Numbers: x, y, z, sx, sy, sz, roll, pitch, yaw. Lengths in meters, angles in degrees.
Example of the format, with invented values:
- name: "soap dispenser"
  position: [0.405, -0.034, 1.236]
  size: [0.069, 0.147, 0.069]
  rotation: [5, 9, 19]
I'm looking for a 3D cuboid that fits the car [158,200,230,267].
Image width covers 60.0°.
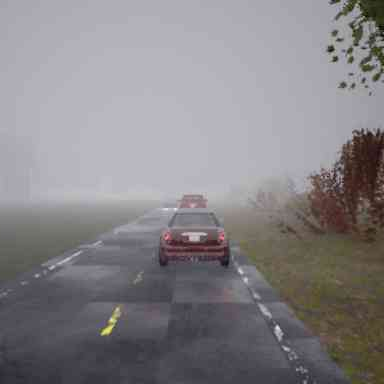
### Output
- name: "car"
  position: [0.078, 1.331, 11.521]
  size: [2.097, 1.767, 4.553]
  rotation: [0, 0, 0]

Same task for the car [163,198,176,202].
- name: "car"
  position: [-2.834, 1.473, 44.401]
  size: [1.994, 1.385, 4.181]
  rotation: [0, 0, 0]

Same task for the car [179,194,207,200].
- name: "car"
  position: [0.086, 1.170, 27.751]
  size: [2.150, 2.045, 5.566]
  rotation: [0, 0, 0]
